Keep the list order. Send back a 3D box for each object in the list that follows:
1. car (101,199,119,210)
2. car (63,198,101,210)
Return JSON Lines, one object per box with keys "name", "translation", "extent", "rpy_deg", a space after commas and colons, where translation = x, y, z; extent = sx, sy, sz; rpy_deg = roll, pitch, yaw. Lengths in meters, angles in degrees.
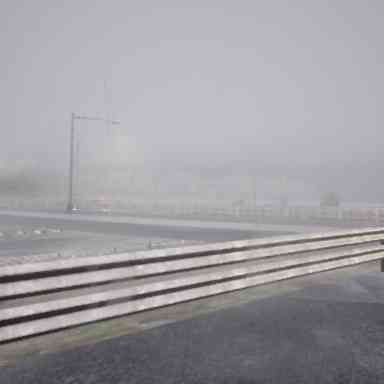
{"name": "car", "translation": [-12.607, 1.701, 47.175], "extent": [5.008, 1.535, 1.882], "rpy_deg": [1, -1, 29]}
{"name": "car", "translation": [-15.111, 1.611, 44.567], "extent": [4.902, 1.511, 2.128], "rpy_deg": [1, -1, 30]}
